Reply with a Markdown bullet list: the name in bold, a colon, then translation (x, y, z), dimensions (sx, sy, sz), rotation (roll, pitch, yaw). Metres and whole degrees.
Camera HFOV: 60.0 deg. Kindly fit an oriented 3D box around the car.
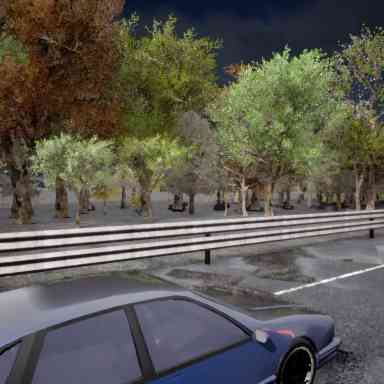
- **car**: translation (-0.731, 1.547, 3.201), dimensions (5.357, 1.411, 2.033), rotation (0, 0, -38)
